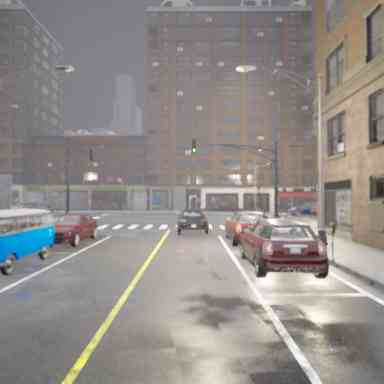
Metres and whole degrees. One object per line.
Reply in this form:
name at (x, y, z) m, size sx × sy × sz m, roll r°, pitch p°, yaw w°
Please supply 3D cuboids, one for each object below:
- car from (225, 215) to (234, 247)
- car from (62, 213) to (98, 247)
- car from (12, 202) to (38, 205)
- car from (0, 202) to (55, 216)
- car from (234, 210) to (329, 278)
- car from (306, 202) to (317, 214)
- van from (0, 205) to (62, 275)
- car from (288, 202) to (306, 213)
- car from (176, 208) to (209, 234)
car at (2.680, 1.616, 16.020) m, size 1.967 × 1.590 × 4.097 m, roll 1°, pitch -1°, yaw 0°
car at (-5.846, 1.722, 16.022) m, size 1.887 × 1.381 × 4.507 m, roll 1°, pitch -1°, yaw 0°
car at (-16.377, 1.505, 28.928) m, size 4.553 × 1.767 × 2.097 m, roll 0°, pitch -1°, yaw 0°
car at (-17.911, 1.834, 35.882) m, size 5.357 × 1.411 × 2.033 m, roll 0°, pitch -1°, yaw -4°
car at (2.679, 1.556, 10.538) m, size 1.967 × 1.590 × 4.097 m, roll 1°, pitch -1°, yaw 0°
car at (15.586, 1.757, 35.419) m, size 5.566 × 2.045 × 2.150 m, roll 1°, pitch -1°, yaw 0°
van at (-5.845, 1.458, 10.542) m, size 1.690 × 1.788 × 3.998 m, roll 1°, pitch -1°, yaw 0°
car at (13.471, 1.938, 38.679) m, size 4.553 × 1.767 × 2.097 m, roll 0°, pitch -1°, yaw 0°
car at (-0.019, 1.751, 20.803) m, size 1.812 × 1.442 × 4.674 m, roll 0°, pitch -1°, yaw -3°
